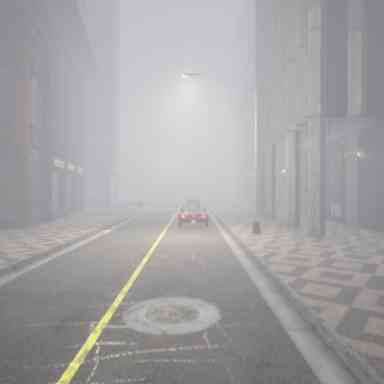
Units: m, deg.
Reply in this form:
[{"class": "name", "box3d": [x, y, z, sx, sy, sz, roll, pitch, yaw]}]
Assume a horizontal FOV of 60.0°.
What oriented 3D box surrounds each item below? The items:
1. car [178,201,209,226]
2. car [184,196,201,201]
[{"class": "car", "box3d": [0.098, 1.474, 22.120, 1.895, 1.301, 4.718, 0, 0, 0]}, {"class": "car", "box3d": [0.098, 1.263, 41.174, 2.128, 1.511, 4.902, 0, 0, 0]}]
